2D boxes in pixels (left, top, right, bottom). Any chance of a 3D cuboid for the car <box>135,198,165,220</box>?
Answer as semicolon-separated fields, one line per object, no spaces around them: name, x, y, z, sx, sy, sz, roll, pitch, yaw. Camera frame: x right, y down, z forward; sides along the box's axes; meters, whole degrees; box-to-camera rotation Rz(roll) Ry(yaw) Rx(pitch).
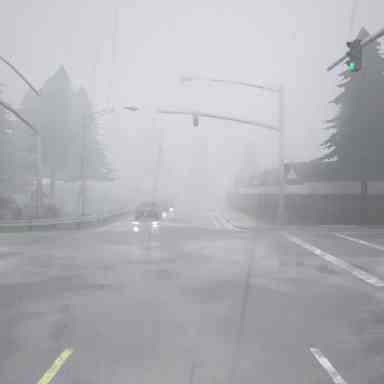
car;-3.603;1.505;28.038;1.837;1.490;4.892;0;0;0

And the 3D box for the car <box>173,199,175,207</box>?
car;-3.515;1.504;48.307;1.837;1.490;4.892;0;0;2

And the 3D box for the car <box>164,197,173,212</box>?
car;-3.599;1.564;37.952;1.994;1.385;4.181;0;0;0
